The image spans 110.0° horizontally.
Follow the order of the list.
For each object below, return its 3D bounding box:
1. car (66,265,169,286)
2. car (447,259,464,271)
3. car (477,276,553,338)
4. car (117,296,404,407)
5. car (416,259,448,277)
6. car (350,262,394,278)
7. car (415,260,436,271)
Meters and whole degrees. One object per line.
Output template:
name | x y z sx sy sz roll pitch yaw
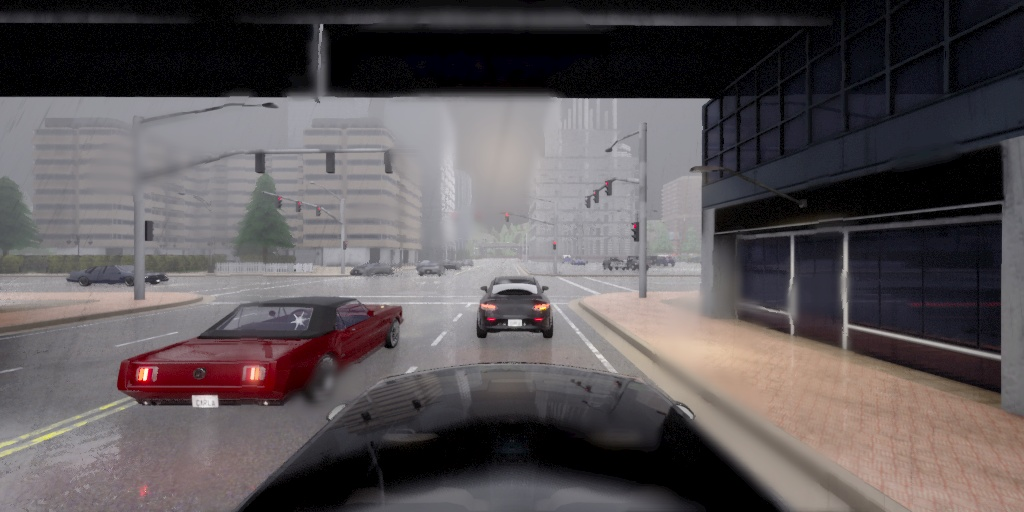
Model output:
car | -26.671 1.297 24.318 5.357 1.411 2.033 0 0 0
car | -8.097 1.351 48.354 1.895 1.301 4.718 0 0 0
car | 0.074 1.276 10.027 1.812 1.442 4.674 0 0 0
car | -3.439 1.351 6.262 1.895 1.301 4.718 0 0 0
car | -7.921 1.314 35.660 1.994 1.385 4.181 0 0 -2
car | -13.394 1.314 34.489 1.994 1.385 4.181 0 0 24
car | -11.597 1.275 48.407 1.812 1.442 4.674 0 0 0
